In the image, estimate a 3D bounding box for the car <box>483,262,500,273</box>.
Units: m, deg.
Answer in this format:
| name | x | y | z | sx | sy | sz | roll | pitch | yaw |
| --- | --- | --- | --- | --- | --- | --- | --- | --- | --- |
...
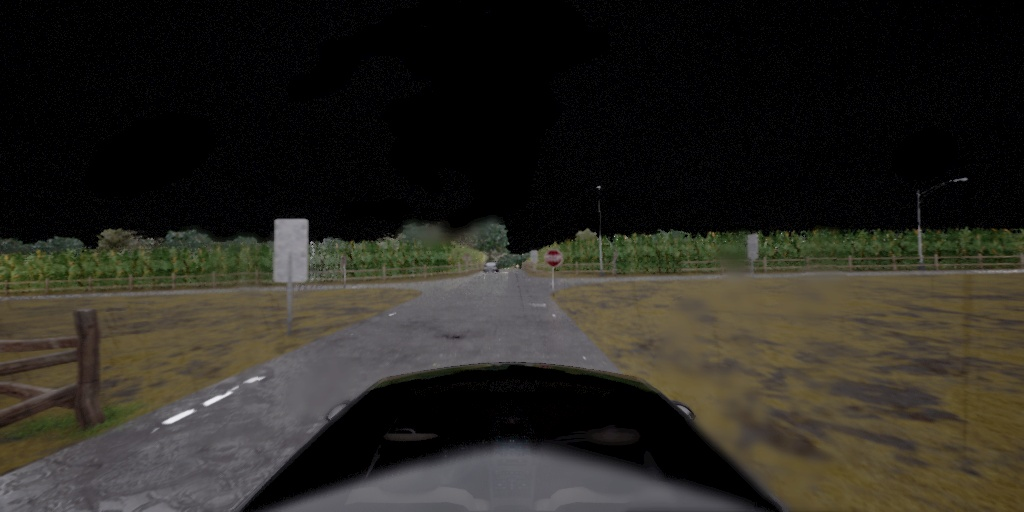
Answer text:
| name | x | y | z | sx | sy | sz | roll | pitch | yaw |
| --- | --- | --- | --- | --- | --- | --- | --- | --- | --- |
| car | -2.739 | 1.527 | 47.193 | 1.812 | 1.442 | 4.674 | 0 | 0 | 0 |
